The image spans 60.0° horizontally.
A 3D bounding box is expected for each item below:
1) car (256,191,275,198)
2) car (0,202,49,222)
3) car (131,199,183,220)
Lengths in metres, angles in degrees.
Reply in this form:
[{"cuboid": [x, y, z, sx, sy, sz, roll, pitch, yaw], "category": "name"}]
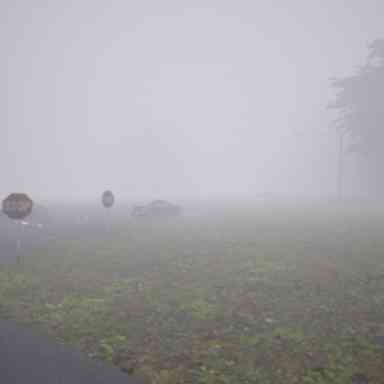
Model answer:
[{"cuboid": [13.165, 0.407, 59.662, 1.895, 1.301, 4.718, 2, 2, 35], "category": "car"}, {"cuboid": [-12.442, 1.333, 23.671, 1.994, 1.385, 4.181, 2, 3, 35], "category": "car"}, {"cuboid": [-2.607, 1.271, 25.414, 1.812, 1.442, 4.674, 2, 2, 35], "category": "car"}]
